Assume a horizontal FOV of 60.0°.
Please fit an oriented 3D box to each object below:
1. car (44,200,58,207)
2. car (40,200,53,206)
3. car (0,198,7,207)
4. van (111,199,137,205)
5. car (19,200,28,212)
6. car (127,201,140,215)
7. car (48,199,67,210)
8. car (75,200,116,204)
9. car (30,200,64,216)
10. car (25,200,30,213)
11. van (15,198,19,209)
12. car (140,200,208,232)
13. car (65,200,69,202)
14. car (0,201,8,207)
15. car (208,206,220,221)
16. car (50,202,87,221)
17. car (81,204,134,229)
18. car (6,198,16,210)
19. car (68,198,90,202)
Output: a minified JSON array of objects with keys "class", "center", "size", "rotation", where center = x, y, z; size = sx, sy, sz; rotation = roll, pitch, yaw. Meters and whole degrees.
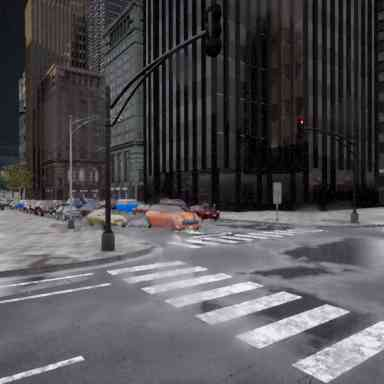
[{"class":"car","center":[-31.720,2.594,74.930],"size":[1.947,1.339,4.313],"rotation":[-1,0,-35]},{"class":"car","center":[-34.732,2.659,79.173],"size":[1.947,1.339,4.313],"rotation":[-1,0,-35]},{"class":"car","center":[-41.279,2.666,73.667],"size":[1.887,1.381,4.507],"rotation":[-1,0,-35]},{"class":"van","center":[-8.249,1.831,41.892],"size":[1.690,1.788,3.998],"rotation":[-1,0,-35]},{"class":"car","center":[-23.355,2.156,48.413],"size":[1.967,1.590,4.097],"rotation":[-1,0,-35]},{"class":"car","center":[-5.303,2.003,37.740],"size":[1.802,1.307,4.206],"rotation":[-1,0,-35]},{"class":"car","center":[-24.062,2.169,59.563],"size":[2.097,1.767,4.553],"rotation":[0,-1,-35]},{"class":"car","center":[-10.055,1.938,34.305],"size":[2.128,1.511,4.902],"rotation":[0,-1,-35]},{"class":"car","center":[-17.702,1.900,40.446],"size":[2.192,1.841,5.009],"rotation":[-1,0,-35]},{"class":"car","center":[-20.525,2.195,44.430],"size":[1.887,1.381,4.507],"rotation":[-1,0,-35]},{"class":"van","center":[-26.185,2.122,52.398],"size":[1.690,1.788,3.998],"rotation":[-1,0,-35]},{"class":"car","center":[-1.321,1.592,21.911],"size":[2.097,1.767,4.553],"rotation":[0,-1,-34]},{"class":"car","center":[-20.130,2.229,48.607],"size":[2.033,1.411,5.357],"rotation":[0,-1,-35]},{"class":"car","center":[-44.391,2.770,78.051],"size":[1.802,1.307,4.206],"rotation":[-1,0,-35]},{"class":"car","center":[0.576,1.828,29.437],"size":[1.887,1.381,4.507],"rotation":[-1,0,-35]},{"class":"car","center":[-12.040,2.003,32.477],"size":[2.008,1.369,4.403],"rotation":[-1,0,-35]},{"class":"car","center":[-6.286,1.843,24.371],"size":[1.752,1.417,4.829],"rotation":[-1,0,-35]},{"class":"car","center":[-31.943,2.353,60.511],"size":[1.967,1.590,4.097],"rotation":[-1,0,-35]},{"class":"car","center":[-17.904,1.897,50.879],"size":[2.150,2.045,5.566],"rotation":[0,-1,-35]}]
